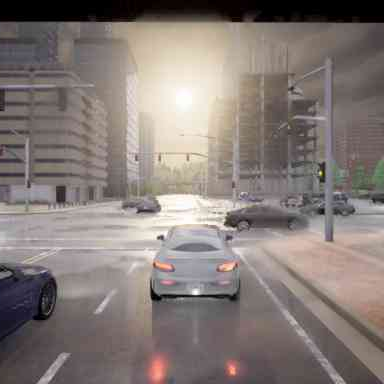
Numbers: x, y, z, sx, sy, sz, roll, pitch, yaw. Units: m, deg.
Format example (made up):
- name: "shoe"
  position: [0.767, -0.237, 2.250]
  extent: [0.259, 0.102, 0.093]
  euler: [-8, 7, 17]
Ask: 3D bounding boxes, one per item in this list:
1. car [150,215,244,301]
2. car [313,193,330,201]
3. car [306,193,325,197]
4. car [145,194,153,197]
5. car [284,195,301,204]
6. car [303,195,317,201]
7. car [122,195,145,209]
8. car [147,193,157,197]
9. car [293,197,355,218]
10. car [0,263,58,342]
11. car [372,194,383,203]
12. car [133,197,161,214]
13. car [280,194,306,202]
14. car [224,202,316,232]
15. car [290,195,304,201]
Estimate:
- name: "car"
  position: [0.073, 1.526, 8.220]
  extent: [1.812, 1.442, 4.674]
  euler: [0, 0, 0]
- name: "car"
  position: [29.877, 1.153, 76.902]
  extent: [1.932, 1.855, 4.605]
  euler: [0, 0, 0]
- name: "car"
  position: [15.972, 1.156, 44.221]
  extent: [1.905, 1.878, 3.866]
  euler: [0, 0, 0]
- name: "car"
  position: [-8.148, 1.478, 55.261]
  extent: [1.882, 1.535, 5.008]
  euler: [0, 0, 0]
- name: "car"
  position: [18.599, 1.395, 61.700]
  extent: [1.970, 1.475, 3.806]
  euler: [0, 0, 0]
- name: "car"
  position: [27.194, 1.364, 76.840]
  extent: [1.784, 1.438, 3.905]
  euler: [0, 0, 0]
- name: "car"
  position: [-8.074, 1.352, 44.810]
  extent: [2.097, 1.767, 4.553]
  euler: [0, 0, 0]
- name: "car"
  position: [-8.183, 1.221, 65.841]
  extent: [2.150, 2.045, 5.566]
  euler: [0, 0, -1]
- name: "car"
  position: [12.107, 1.491, 30.027]
  extent: [4.902, 1.511, 2.128]
  euler: [0, 0, 0]
- name: "car"
  position: [-3.441, 1.526, 4.346]
  extent: [1.812, 1.442, 4.674]
  euler: [0, 0, 0]
- name: "car"
  position: [35.496, 1.153, 61.866]
  extent: [1.932, 1.855, 4.605]
  euler: [0, 0, 0]
- name: "car"
  position: [-4.598, 1.564, 35.884]
  extent: [1.994, 1.385, 4.181]
  euler: [0, 0, 5]
- name: "car"
  position: [13.077, 1.153, 44.262]
  extent: [1.932, 1.855, 4.605]
  euler: [0, 0, 0]
- name: "car"
  position: [4.259, 1.504, 19.343]
  extent: [4.892, 1.490, 1.837]
  euler: [0, 0, 0]
- name: "car"
  position: [24.299, 1.395, 76.827]
  extent: [1.970, 1.475, 3.806]
  euler: [0, 0, 0]
